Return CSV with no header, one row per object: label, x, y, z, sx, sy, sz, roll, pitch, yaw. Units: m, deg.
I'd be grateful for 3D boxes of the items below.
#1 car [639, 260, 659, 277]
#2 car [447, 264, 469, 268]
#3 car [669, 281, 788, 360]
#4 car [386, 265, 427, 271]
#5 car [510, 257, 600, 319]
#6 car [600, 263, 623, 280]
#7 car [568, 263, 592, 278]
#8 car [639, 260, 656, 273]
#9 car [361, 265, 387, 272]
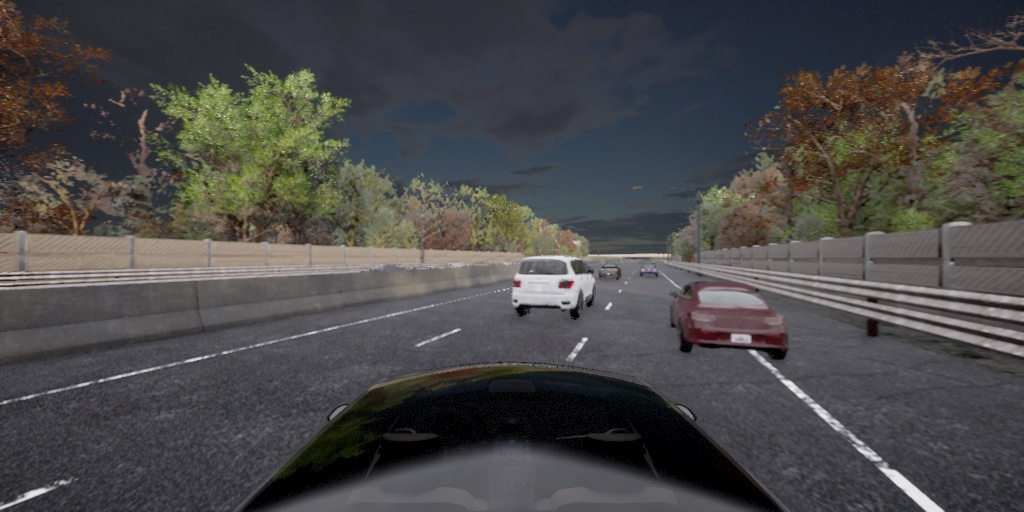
car,15.004,1.506,39.289,2.033,1.411,5.357,0,0,21
car,-5.397,1.527,35.102,1.812,1.442,4.674,0,0,20
car,4.842,1.305,8.494,1.812,1.442,4.674,0,0,20
car,-9.442,1.611,34.254,1.895,1.301,4.718,0,0,20
car,1.759,1.045,13.504,2.150,2.045,5.566,0,0,20
car,9.479,1.433,34.390,2.128,1.511,4.902,0,-1,20
car,7.410,1.508,38.887,1.812,1.442,4.674,0,0,21
car,18.546,1.372,49.024,2.097,1.767,4.553,0,0,21
car,-12.712,1.578,35.496,2.033,1.411,5.357,0,0,20
